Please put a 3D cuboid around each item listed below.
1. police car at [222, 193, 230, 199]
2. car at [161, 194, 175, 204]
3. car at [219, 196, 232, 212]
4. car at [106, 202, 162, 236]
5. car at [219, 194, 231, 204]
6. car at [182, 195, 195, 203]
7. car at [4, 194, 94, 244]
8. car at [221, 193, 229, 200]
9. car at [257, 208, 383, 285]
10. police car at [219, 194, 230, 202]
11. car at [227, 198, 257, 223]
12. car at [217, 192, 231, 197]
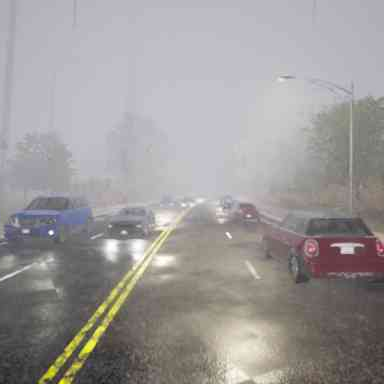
[{"bbox_3d":[9.294,0.960,90.929,2.038,1.542,4.974,0,0,8],"label":"police car"},{"bbox_3d":[-4.149,1.174,57.201,1.882,1.535,5.008,0,0,5],"label":"car"},{"bbox_3d":[4.259,1.420,36.584,1.895,1.301,4.718,0,0,3],"label":"car"},{"bbox_3d":[-3.079,1.463,18.009,2.033,1.411,5.357,0,0,2],"label":"car"},{"bbox_3d":[5.767,1.119,58.348,2.033,1.649,4.856,0,0,5],"label":"car"},{"bbox_3d":[-0.618,1.278,60.223,1.895,1.301,4.718,0,0,6],"label":"car"},{"bbox_3d":[-6.387,1.147,15.669,2.150,2.045,5.566,0,0,1],"label":"car"},{"bbox_3d":[7.950,1.016,80.087,1.882,1.535,5.008,0,0,7],"label":"car"},{"bbox_3d":[3.461,1.312,9.560,2.097,1.767,4.553,0,0,0],"label":"car"},{"bbox_3d":[6.774,1.122,69.226,2.038,1.542,4.974,0,0,6],"label":"police car"},{"bbox_3d":[3.830,1.413,24.232,1.812,1.442,4.674,0,0,2],"label":"car"},{"bbox_3d":[4.928,1.187,47.457,2.033,1.649,4.856,0,0,4],"label":"car"}]
